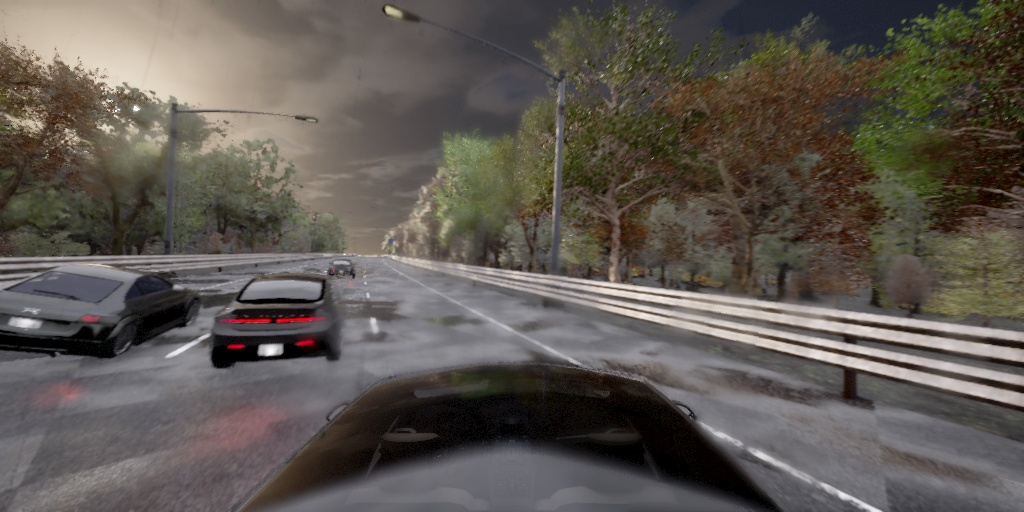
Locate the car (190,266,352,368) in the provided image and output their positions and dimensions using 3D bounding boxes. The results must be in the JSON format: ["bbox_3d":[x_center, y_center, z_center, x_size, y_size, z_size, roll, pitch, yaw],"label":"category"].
[{"bbox_3d":[-4.496,1.111,7.505,1.837,1.490,4.892,3,0,-23],"label":"car"}]

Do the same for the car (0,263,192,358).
[{"bbox_3d":[-8.109,0.894,7.257,1.994,1.385,4.181,15,-3,-23],"label":"car"}]

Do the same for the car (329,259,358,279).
[{"bbox_3d":[-13.090,0.932,27.790,1.812,1.442,4.674,3,0,-23],"label":"car"}]
